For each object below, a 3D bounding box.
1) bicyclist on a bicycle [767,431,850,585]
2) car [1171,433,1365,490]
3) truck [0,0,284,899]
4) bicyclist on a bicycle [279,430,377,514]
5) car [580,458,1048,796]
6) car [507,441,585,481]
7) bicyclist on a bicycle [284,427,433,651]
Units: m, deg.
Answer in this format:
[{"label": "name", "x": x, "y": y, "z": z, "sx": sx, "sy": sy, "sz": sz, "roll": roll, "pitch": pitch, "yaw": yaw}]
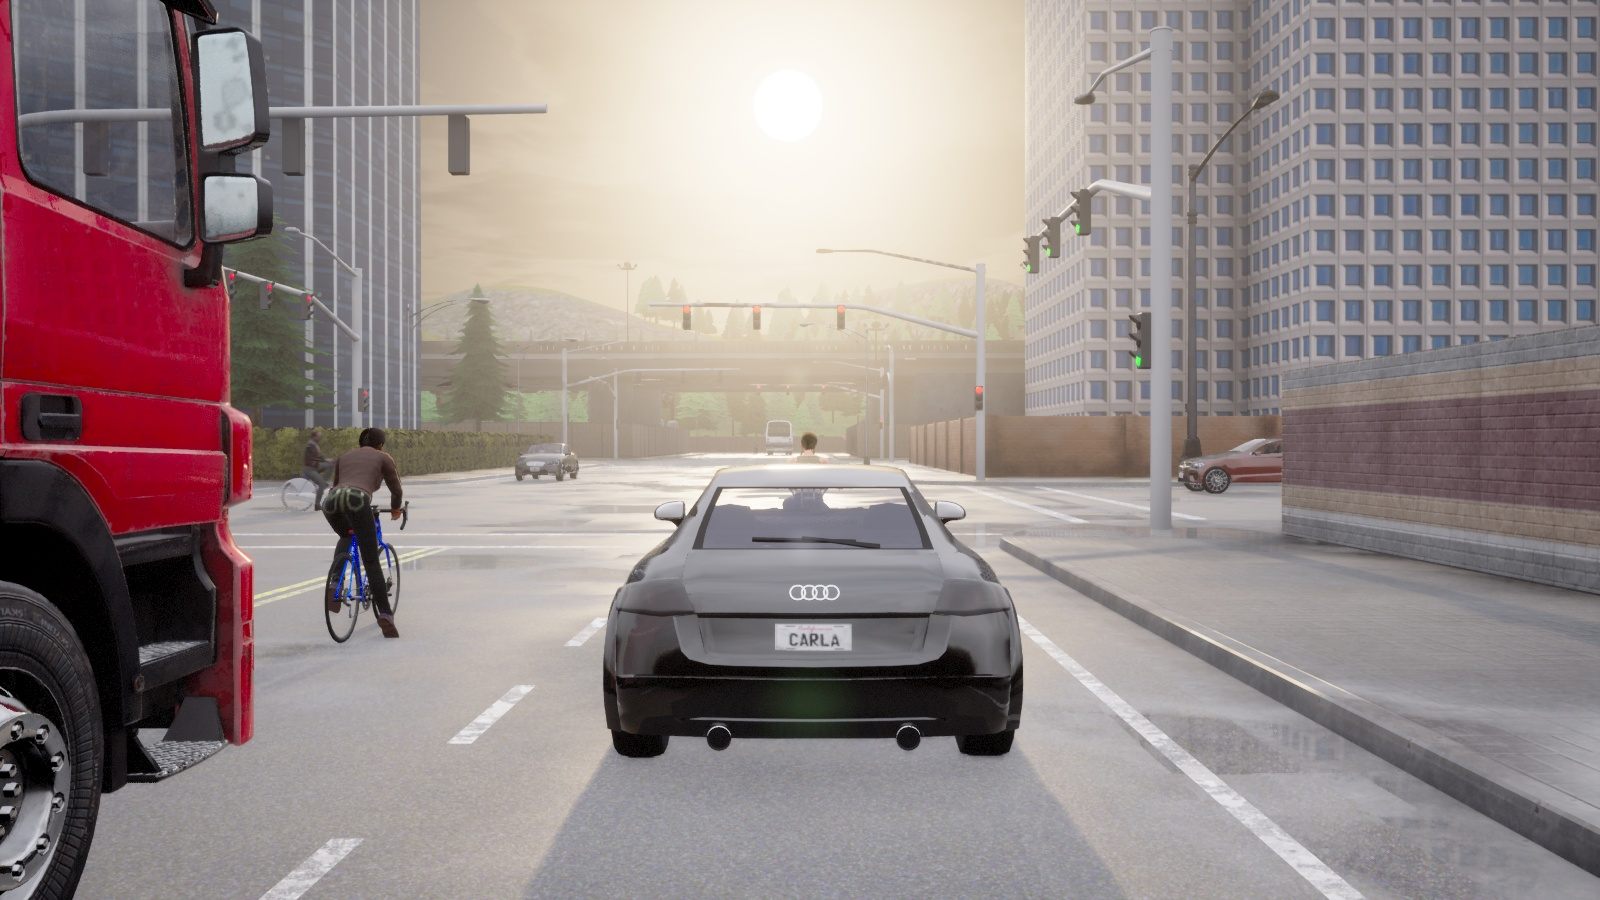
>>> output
[{"label": "bicyclist on a bicycle", "x": 0.093, "y": 0.604, "z": 13.963, "sx": 0.866, "sy": 1.612, "sz": 1.509, "roll": 0, "pitch": 0, "yaw": 0}, {"label": "car", "x": 13.928, "y": 0.324, "z": 37.603, "sx": 5.027, "sy": 1.651, "sz": 2.152, "roll": 0, "pitch": 0, "yaw": 1}, {"label": "truck", "x": -3.478, "y": -0.243, "z": 0.926, "sx": 2.891, "sy": 3.462, "sz": 7.936, "roll": 0, "pitch": 0, "yaw": 0}, {"label": "bicyclist on a bicycle", "x": -10.127, "y": 0.457, "z": 26.992, "sx": 1.843, "sy": 1.776, "sz": 0.659, "roll": 0, "pitch": 0, "yaw": -1}, {"label": "car", "x": 0.060, "y": 0.768, "z": 7.443, "sx": 1.994, "sy": 1.385, "sz": 4.181, "roll": 0, "pitch": 0, "yaw": 0}, {"label": "car", "x": -10.185, "y": 0.408, "z": 50.752, "sx": 2.128, "sy": 1.511, "sz": 4.902, "roll": 0, "pitch": 0, "yaw": 0}, {"label": "bicyclist on a bicycle", "x": -3.426, "y": 0.641, "z": 9.893, "sx": 0.582, "sy": 1.620, "sz": 1.656, "roll": 0, "pitch": 0, "yaw": 0}]
